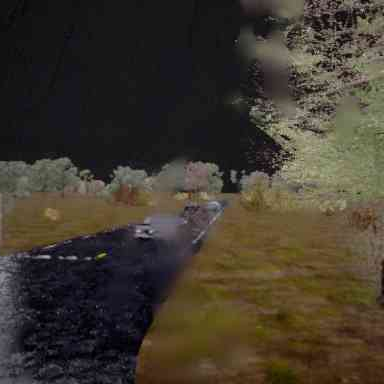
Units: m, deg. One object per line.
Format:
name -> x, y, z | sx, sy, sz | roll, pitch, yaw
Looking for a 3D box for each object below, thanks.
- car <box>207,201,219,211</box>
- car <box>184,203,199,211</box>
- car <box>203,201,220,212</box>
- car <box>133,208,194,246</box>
car -> 3.661, 2.310, 57.280 | 1.882, 1.535, 5.008 | 1, -1, 7
car -> -0.038, 2.313, 51.844 | 1.895, 1.301, 4.718 | 1, -1, 7
car -> 2.796, 2.218, 49.996 | 2.128, 1.511, 4.902 | 1, -1, 8
car -> -1.391, 1.770, 16.577 | 2.033, 1.411, 5.357 | 1, -1, 7
